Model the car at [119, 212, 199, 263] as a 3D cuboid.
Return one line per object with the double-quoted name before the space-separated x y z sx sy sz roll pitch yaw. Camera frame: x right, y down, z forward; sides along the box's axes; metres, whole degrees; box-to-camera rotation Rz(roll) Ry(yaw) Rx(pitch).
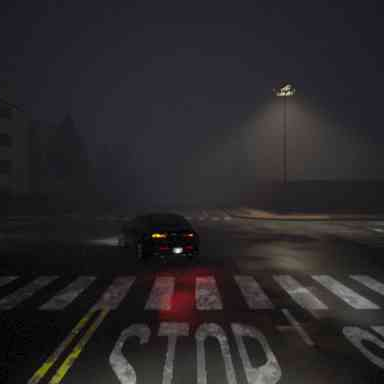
"car" -1.341 1.488 12.095 1.837 1.490 4.892 2 -1 -22
